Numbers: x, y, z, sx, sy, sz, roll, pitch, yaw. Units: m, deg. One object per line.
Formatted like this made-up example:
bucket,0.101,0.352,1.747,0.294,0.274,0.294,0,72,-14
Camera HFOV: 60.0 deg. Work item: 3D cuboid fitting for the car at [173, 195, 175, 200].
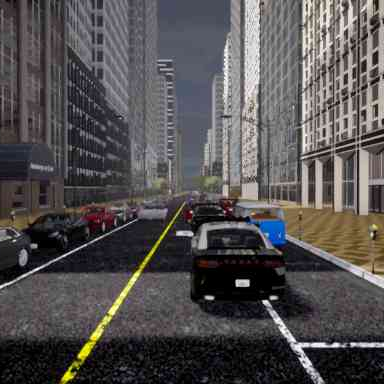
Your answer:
car,-5.659,1.500,82.093,1.752,1.417,4.829,-1,0,0

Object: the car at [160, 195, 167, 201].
car,-5.673,1.536,53.844,2.008,1.369,4.403,-1,0,0

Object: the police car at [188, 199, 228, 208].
police car,0.908,1.420,18.512,1.930,1.638,5.238,0,0,0

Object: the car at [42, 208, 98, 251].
car,-5.692,1.562,14.059,1.947,1.339,4.313,-1,0,0

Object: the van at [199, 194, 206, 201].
van,2.722,1.314,87.942,1.690,1.788,3.998,-1,0,0

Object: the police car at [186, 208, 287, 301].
police car,0.903,1.423,8.511,1.930,1.638,5.238,0,0,0

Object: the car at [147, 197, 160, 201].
car,-5.679,1.539,42.477,2.008,1.369,4.403,-1,0,0

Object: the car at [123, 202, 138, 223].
car,-5.687,1.544,25.426,2.008,1.369,4.403,-1,0,0

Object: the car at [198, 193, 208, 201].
car,2.719,1.290,82.259,2.192,1.841,5.009,-1,0,0

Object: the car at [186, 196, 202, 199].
car,0.037,1.588,45.984,1.895,1.301,4.718,0,0,1

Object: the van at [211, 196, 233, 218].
van,2.695,1.333,31.106,1.690,1.788,3.998,-1,0,0

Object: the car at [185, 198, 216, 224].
car,0.654,1.471,24.501,1.882,1.535,5.008,0,0,7

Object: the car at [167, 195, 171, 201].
car,-5.667,1.563,65.211,1.802,1.307,4.206,-1,0,0

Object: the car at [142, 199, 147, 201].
car,-5.684,1.574,31.110,1.802,1.307,4.206,-1,0,0

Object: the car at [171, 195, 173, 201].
car,-5.666,1.419,70.895,1.967,1.590,4.097,-1,0,0

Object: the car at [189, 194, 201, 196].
car,0.028,1.335,59.385,2.097,1.767,4.553,0,0,0

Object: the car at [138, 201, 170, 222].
car,-2.986,1.594,25.883,1.895,1.301,4.718,0,0,0

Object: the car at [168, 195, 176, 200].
car,-5.654,1.536,93.630,1.947,1.339,4.313,-1,0,0

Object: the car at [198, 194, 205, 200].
car,2.726,1.410,93.626,1.967,1.590,4.097,-1,0,0

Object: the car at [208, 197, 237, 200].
car,2.692,1.308,25.422,2.192,1.841,5.009,-1,0,0

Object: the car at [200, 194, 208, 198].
car,2.708,1.536,53.840,2.008,1.369,4.403,-1,0,0

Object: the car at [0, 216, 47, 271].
car,-5.695,1.549,8.375,2.008,1.369,4.403,-1,0,0

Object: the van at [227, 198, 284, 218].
van,2.686,1.337,14.055,1.690,1.788,3.998,-1,0,0

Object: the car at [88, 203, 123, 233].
car,-5.689,1.539,19.742,1.887,1.381,4.507,-1,0,0
